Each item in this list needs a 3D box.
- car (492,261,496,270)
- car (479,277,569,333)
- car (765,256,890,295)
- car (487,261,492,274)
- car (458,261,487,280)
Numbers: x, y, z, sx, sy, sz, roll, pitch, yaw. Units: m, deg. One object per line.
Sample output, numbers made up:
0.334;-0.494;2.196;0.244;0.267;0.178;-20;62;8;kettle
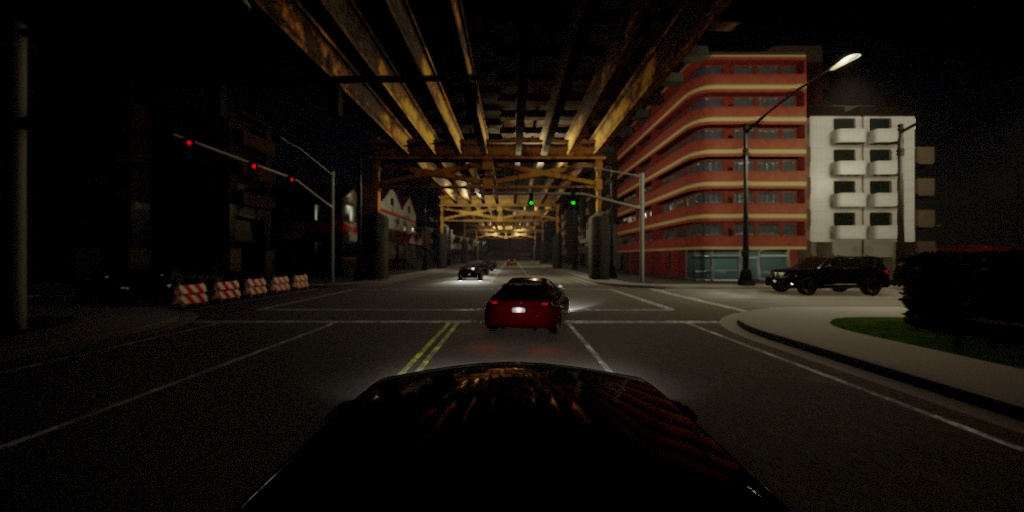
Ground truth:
-3.615;1.371;50.246;1.812;1.442;4.674;0;0;0;car
0.586;1.334;10.992;1.994;1.385;4.181;0;0;12;car
17.038;1.010;19.504;5.566;2.045;2.150;0;0;0;car
-3.619;1.435;41.030;1.895;1.301;4.718;0;0;0;car
-3.612;1.379;32.144;1.994;1.385;4.181;0;0;0;car
